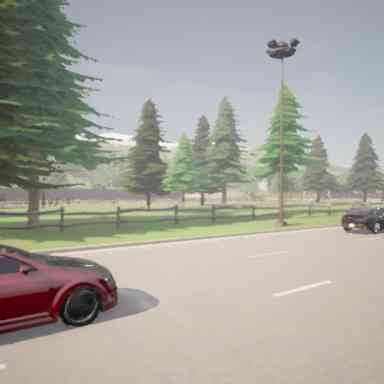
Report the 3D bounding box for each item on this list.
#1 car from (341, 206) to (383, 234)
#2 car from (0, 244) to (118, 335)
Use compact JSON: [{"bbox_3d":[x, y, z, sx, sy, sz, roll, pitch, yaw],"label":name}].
[{"bbox_3d":[11.093,1.645,20.343,4.892,1.490,1.837,0,0,-35],"label":"car"},{"bbox_3d":[-3.415,1.565,5.610,4.181,1.385,1.994,1,0,-36],"label":"car"}]
